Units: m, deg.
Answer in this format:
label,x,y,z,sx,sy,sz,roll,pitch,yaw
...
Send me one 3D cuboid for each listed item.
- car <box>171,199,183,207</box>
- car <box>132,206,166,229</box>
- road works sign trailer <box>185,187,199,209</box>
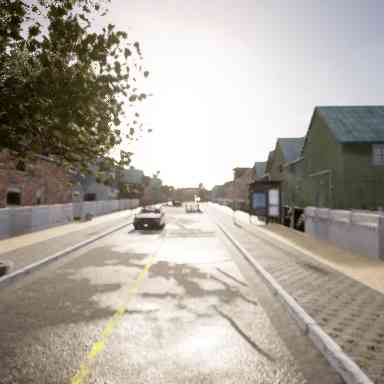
label,x,y,z,sx,sy,sz,roll,pitch,yaw
car,-2.767,2.097,63.383,1.837,1.490,4.892,0,-1,1
car,-2.844,1.705,23.213,2.033,1.411,5.357,0,0,0
road works sign trailer,0.002,0.941,54.199,2.380,3.560,2.880,0,-1,1
